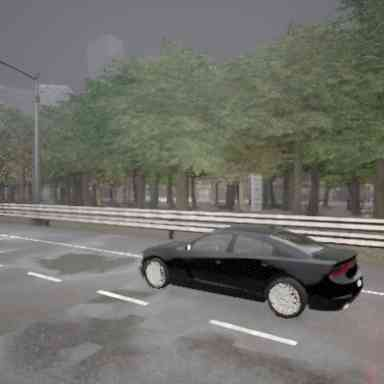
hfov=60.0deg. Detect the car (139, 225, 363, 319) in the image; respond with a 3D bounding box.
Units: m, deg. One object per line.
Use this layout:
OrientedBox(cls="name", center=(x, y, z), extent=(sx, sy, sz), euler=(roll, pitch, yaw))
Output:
OrientedBox(cls="car", center=(1.001, 1.495, 7.454), extent=(5.008, 1.535, 1.882), euler=(0, 0, 35))
